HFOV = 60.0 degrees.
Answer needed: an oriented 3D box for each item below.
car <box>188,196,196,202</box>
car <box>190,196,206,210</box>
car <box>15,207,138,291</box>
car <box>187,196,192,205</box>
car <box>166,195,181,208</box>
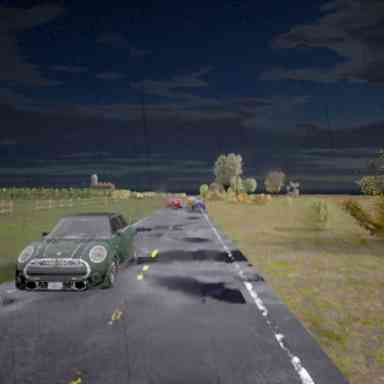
[{"bbox_3d":[-0.042,1.751,83.466,1.882,1.535,5.008,0,0,0],"label":"car"},{"bbox_3d":[0.939,1.726,46.990,1.812,1.442,4.674,0,0,0],"label":"car"},{"bbox_3d":[-2.855,1.370,9.186,2.097,1.767,4.553,0,0,0],"label":"car"},{"bbox_3d":[-0.032,1.785,64.954,1.882,1.535,5.008,0,0,0],"label":"car"},{"bbox_3d":[-2.834,1.452,52.067,2.150,2.045,5.566,0,0,0],"label":"car"}]
